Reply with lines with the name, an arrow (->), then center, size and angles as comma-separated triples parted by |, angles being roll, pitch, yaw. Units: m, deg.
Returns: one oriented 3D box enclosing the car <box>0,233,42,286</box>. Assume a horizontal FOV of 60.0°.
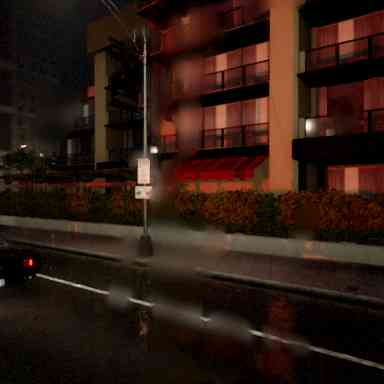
car -> -5.808, 1.600, 8.155 | 4.718, 1.301, 1.895 | 0, 0, 36
